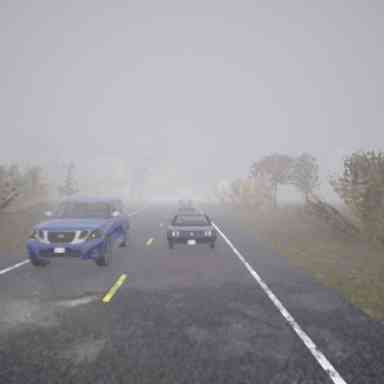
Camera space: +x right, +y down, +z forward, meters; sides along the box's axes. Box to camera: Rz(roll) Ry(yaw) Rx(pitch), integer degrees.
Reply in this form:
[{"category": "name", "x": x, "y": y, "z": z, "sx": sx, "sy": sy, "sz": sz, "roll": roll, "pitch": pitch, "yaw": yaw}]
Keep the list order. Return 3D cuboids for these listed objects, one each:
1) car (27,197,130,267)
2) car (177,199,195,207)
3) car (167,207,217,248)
[{"category": "car", "x": -3.610, "y": 1.205, "z": 11.730, "sx": 2.150, "sy": 2.045, "sz": 5.566, "roll": 0, "pitch": 0, "yaw": -1}, {"category": "car", "x": -0.667, "y": 1.468, "z": 36.322, "sx": 2.033, "sy": 1.411, "sz": 5.357, "roll": 0, "pitch": 0, "yaw": -2}, {"category": "car", "x": -0.045, "y": 1.576, "z": 14.637, "sx": 1.895, "sy": 1.301, "sz": 4.718, "roll": 0, "pitch": 0, "yaw": -1}]
